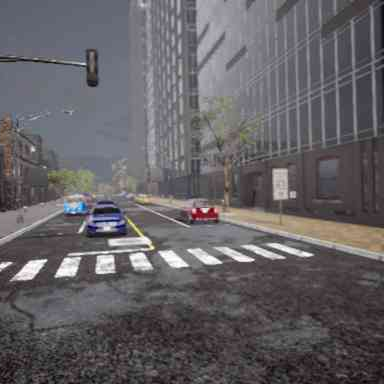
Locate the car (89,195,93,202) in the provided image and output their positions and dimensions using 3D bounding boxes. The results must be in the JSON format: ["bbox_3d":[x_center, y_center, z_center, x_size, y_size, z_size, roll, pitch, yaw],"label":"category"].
[{"bbox_3d":[-13.584,1.404,41.166,1.802,1.307,4.206,-1,0,-15],"label":"car"}]

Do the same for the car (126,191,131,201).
[{"bbox_3d":[-11.281,1.042,64.711,1.887,1.381,4.507,-1,0,-15],"label":"car"}]

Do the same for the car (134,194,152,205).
[{"bbox_3d":[-6.985,1.108,48.848,1.752,1.417,4.829,-1,0,-15],"label":"car"}]

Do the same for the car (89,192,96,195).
[{"bbox_3d":[-17.925,1.050,57.189,2.192,1.841,5.009,-1,0,-15],"label":"car"}]

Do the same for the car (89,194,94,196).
[{"bbox_3d":[-15.030,1.359,46.507,1.947,1.339,4.313,-1,0,-15],"label":"car"}]

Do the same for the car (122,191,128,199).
[{"bbox_3d":[-14.218,0.963,75.560,1.752,1.417,4.829,-1,0,-15],"label":"car"}]

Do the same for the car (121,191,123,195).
[{"bbox_3d":[-15.623,0.725,80.737,2.192,1.841,5.009,-1,0,-15],"label":"car"}]

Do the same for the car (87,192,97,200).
[{"bbox_3d":[-25.158,0.906,83.900,2.192,1.841,5.009,-1,0,-15],"label":"car"}]

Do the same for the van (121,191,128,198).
[{"bbox_3d":[-18.515,0.693,91.421,1.690,1.788,3.998,-1,0,-15],"label":"van"}]

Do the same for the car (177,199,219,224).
[{"bbox_3d":[0.292,1.169,21.971,1.967,1.590,4.097,-1,0,-15],"label":"car"}]

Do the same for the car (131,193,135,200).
[{"bbox_3d":[-8.432,1.079,54.190,1.752,1.417,4.829,-1,0,-15],"label":"car"}]

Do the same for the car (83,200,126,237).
[{"bbox_3d":[-4.527,1.415,17.582,1.812,1.442,4.674,-1,1,-15],"label":"car"}]

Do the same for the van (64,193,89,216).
[{"bbox_3d":[-10.693,1.221,30.480,1.690,1.788,3.998,-1,0,-15],"label":"van"}]

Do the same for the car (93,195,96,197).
[{"bbox_3d":[-10.512,1.333,39.758,1.994,1.385,4.181,-1,1,-15],"label":"car"}]

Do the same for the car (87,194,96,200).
[{"bbox_3d":[-23.666,1.146,78.395,1.752,1.417,4.829,-1,0,-15],"label":"car"}]

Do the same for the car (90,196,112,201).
[{"bbox_3d":[-7.200,1.361,27.473,1.812,1.442,4.674,-1,1,-15],"label":"car"}]
